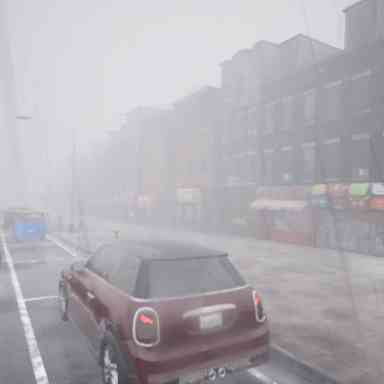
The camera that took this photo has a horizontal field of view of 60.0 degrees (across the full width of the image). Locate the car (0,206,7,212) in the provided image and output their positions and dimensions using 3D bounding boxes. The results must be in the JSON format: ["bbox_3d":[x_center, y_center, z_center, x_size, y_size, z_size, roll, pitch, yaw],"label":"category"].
[{"bbox_3d":[-43.913,3.860,76.973,1.947,1.339,4.313,1,-2,-31],"label":"car"}]

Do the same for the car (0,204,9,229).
[{"bbox_3d":[-15.538,2.217,29.506,2.192,1.841,5.009,1,-2,-31],"label":"car"}]

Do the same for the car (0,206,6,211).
[{"bbox_3d":[-46.750,4.016,81.720,1.802,1.307,4.206,1,-2,-31],"label":"car"}]

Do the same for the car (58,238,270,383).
[{"bbox_3d":[-0.867,1.567,5.681,2.097,1.767,4.553,2,-3,-31],"label":"car"}]

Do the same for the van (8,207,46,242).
[{"bbox_3d":[-9.863,1.967,20.011,1.690,1.788,3.998,1,-2,-31],"label":"van"}]

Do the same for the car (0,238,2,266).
[{"bbox_3d":[-7.317,1.916,10.832,1.895,1.301,4.718,2,-3,-31],"label":"car"}]
